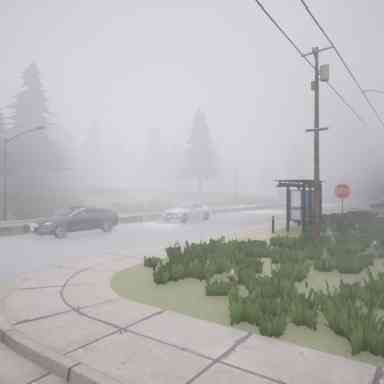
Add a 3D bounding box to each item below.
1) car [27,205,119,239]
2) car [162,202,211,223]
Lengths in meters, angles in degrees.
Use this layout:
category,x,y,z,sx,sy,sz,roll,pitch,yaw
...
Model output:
category,x,y,z,sx,sy,sz,roll,pitch,yaw
car,-6.150,1.492,17.760,2.128,1.511,4.902,0,0,36
car,-0.305,1.526,25.833,1.812,1.442,4.674,0,0,36
